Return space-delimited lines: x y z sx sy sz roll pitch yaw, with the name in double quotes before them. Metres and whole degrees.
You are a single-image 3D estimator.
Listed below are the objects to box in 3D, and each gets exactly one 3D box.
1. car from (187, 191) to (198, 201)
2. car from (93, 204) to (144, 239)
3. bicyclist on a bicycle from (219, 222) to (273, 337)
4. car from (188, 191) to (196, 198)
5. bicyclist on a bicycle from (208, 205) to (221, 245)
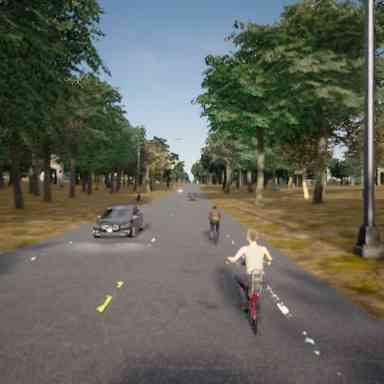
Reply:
"car" 0.101 0.790 60.650 2.128 1.511 4.902 0 1 0
"car" -3.600 1.422 16.965 1.837 1.490 4.892 0 0 0
"bicyclist on a bicycle" 1.005 1.420 5.641 0.866 1.612 1.509 0 0 0
"car" 0.002 0.479 73.963 1.837 1.490 4.892 0 2 0
"bicyclist on a bicycle" 0.966 1.392 13.930 0.582 1.620 1.656 0 0 0
